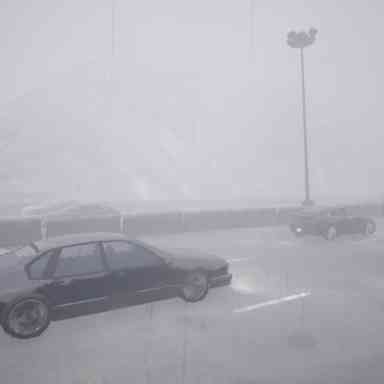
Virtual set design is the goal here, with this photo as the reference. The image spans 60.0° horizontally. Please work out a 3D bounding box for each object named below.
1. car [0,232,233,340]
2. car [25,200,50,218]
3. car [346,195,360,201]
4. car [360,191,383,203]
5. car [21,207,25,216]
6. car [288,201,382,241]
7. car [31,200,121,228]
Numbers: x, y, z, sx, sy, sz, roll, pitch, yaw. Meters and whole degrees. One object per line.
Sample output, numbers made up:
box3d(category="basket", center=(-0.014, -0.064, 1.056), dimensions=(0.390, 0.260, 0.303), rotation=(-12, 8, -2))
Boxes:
box3d(category="car", center=(-1.803, 1.526, 6.471), dimensions=(5.357, 1.411, 2.033), rotation=(0, 0, -32))
box3d(category="car", center=(-10.169, 1.433, 26.228), dimensions=(4.892, 1.490, 1.837), rotation=(0, 0, -32))
box3d(category="car", center=(26.454, 1.134, 52.941), dimensions=(4.674, 1.442, 1.812), rotation=(0, 0, -32))
box3d(category="car", center=(28.272, 0.878, 49.950), dimensions=(5.566, 2.045, 2.150), rotation=(0, 0, -32))
box3d(category="car", center=(-12.326, 1.452, 29.010), dimensions=(4.674, 1.442, 1.812), rotation=(0, 0, -32))
box3d(category="car", center=(6.758, 1.389, 15.897), dimensions=(4.892, 1.490, 1.837), rotation=(0, 0, -32))
box3d(category="car", center=(-6.780, 1.444, 20.093), dimensions=(4.892, 1.490, 1.837), rotation=(0, 0, -32))
